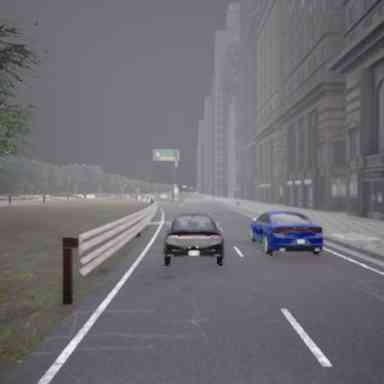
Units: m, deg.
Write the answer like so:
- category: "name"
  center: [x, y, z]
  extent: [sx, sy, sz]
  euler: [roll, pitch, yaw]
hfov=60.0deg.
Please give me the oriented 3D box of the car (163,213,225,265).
- category: "car"
  center: [0.030, 1.491, 11.690]
  extent: [2.128, 1.511, 4.902]
  euler: [0, 0, -1]

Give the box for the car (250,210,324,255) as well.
- category: "car"
  center: [3.589, 1.477, 13.408]
  extent: [1.882, 1.535, 5.008]
  euler: [0, 0, 0]
